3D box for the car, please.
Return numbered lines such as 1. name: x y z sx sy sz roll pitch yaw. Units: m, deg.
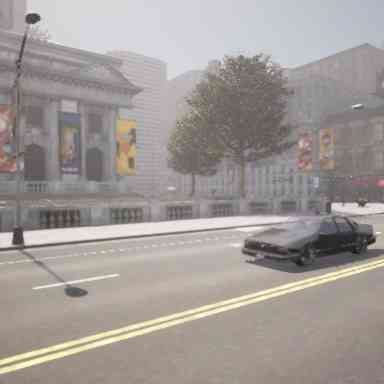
1. car: 4.152 1.468 11.252 5.357 1.411 2.033 -1 0 -35
